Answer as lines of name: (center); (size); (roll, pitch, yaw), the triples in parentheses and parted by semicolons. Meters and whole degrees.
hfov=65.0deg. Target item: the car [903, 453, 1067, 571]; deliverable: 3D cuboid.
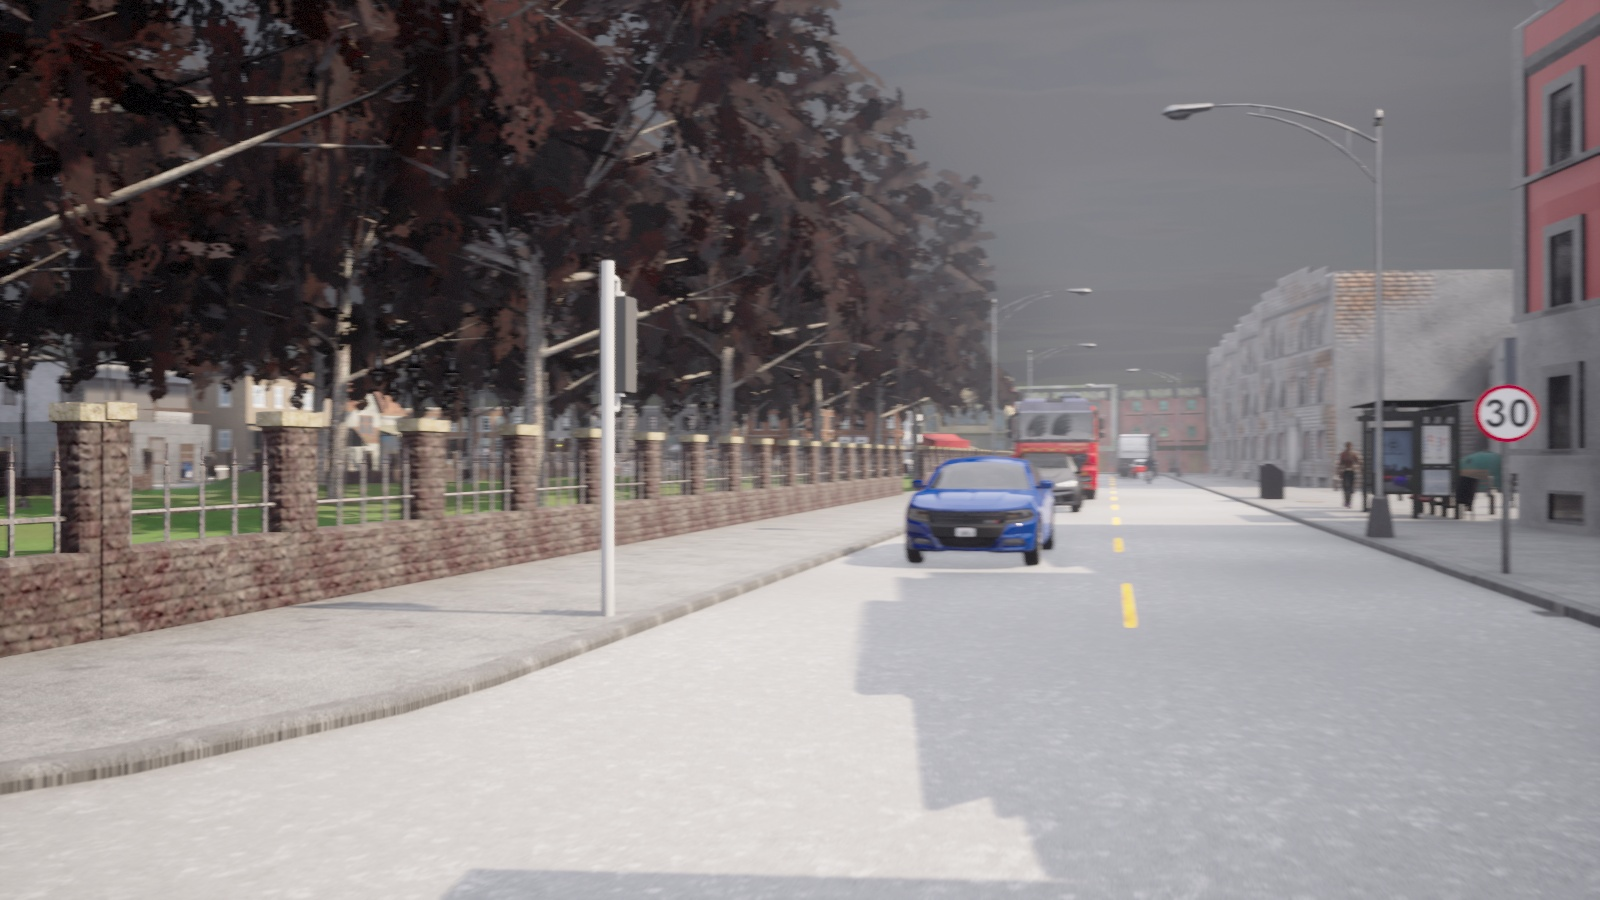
car: (2.947, 0.826, 19.071); (1.882, 1.535, 5.008); (0, 0, 15)

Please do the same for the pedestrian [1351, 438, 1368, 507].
pedestrian: (14.875, 0.585, 33.364); (0.328, 1.805, 0.869); (0, 0, 29)

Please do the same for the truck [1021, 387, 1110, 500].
truck: (10.026, -0.183, 46.798); (2.891, 3.827, 8.468); (0, 0, 14)

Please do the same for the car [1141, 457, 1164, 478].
car: (24.323, 1.208, 86.645); (1.481, 1.376, 2.207); (0, 0, 14)

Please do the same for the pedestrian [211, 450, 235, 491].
pedestrian: (-27.723, 0.961, 60.339); (0.659, 1.952, 0.873); (0, 0, 15)

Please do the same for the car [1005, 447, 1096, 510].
car: (7.175, 0.772, 35.633); (2.242, 1.667, 4.611); (0, 0, 15)

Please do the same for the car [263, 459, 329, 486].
car: (-29.712, 1.324, 74.163); (1.789, 1.549, 3.705); (0, 0, 14)
